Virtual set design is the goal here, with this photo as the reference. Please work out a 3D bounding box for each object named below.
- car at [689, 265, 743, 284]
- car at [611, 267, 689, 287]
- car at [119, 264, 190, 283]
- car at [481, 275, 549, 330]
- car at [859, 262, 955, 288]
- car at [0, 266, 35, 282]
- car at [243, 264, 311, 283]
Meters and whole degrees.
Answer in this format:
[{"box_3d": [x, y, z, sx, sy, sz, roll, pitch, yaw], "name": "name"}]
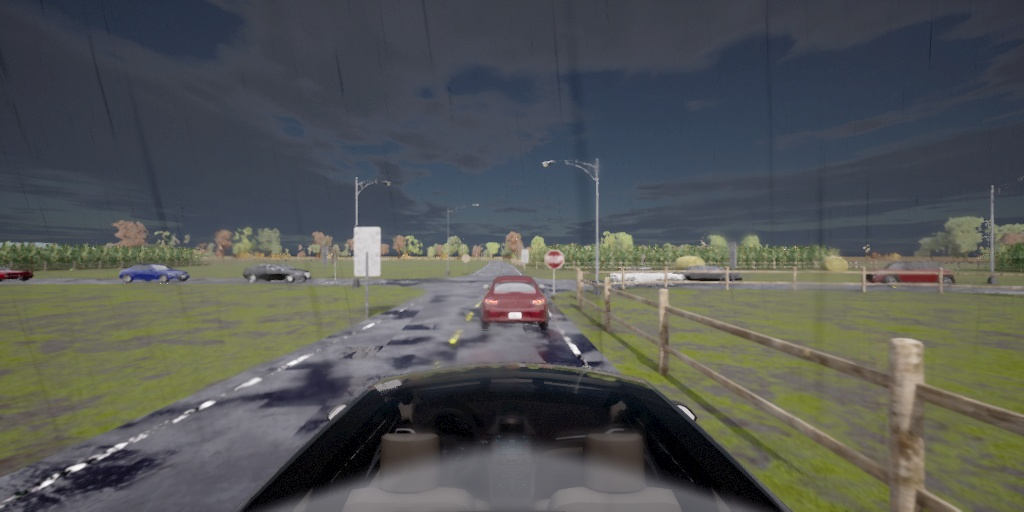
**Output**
[{"box_3d": [14.567, 1.410, 27.646, 5.357, 1.411, 2.033, 0, 0, 10], "name": "car"}, {"box_3d": [9.648, 1.467, 25.614, 4.718, 1.301, 1.895, 0, 0, 1], "name": "car"}, {"box_3d": [-28.506, 1.383, 28.620, 4.674, 1.442, 1.812, 0, 0, 1], "name": "car"}, {"box_3d": [0.059, 1.317, 11.143, 1.812, 1.442, 4.674, 0, 0, -1], "name": "car"}, {"box_3d": [27.436, 1.219, 25.097, 4.553, 1.767, 2.097, 0, 0, 13], "name": "car"}, {"box_3d": [-41.393, 1.453, 28.489, 4.718, 1.301, 1.895, 0, 0, -2], "name": "car"}, {"box_3d": [-18.467, 1.351, 28.305, 4.902, 1.511, 2.128, 0, 0, 2], "name": "car"}]
